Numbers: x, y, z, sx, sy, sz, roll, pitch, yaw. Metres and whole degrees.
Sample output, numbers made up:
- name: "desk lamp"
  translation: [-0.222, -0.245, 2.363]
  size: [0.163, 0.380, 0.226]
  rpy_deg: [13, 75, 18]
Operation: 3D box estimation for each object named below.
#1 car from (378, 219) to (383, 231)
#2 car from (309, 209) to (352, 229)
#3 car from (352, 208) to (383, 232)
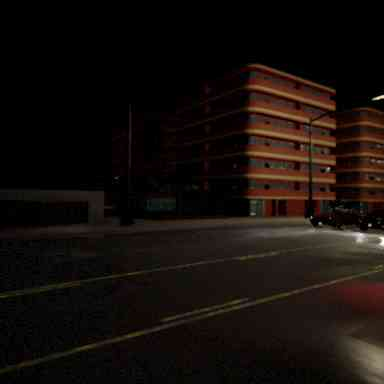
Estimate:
- name: "car"
  translation: [7.237, 1.513, 8.811]
  size: [5.008, 1.535, 1.882]
  rpy_deg: [0, -1, -35]
- name: "car"
  translation: [10.654, 1.922, 24.167]
  size: [4.718, 1.301, 1.895]
  rpy_deg: [2, -2, -35]
- name: "car"
  translation: [12.596, 1.800, 21.254]
  size: [4.892, 1.490, 1.837]
  rpy_deg: [2, -2, -35]
